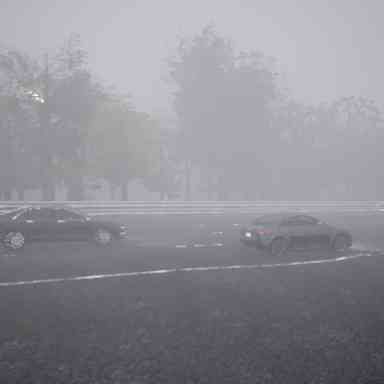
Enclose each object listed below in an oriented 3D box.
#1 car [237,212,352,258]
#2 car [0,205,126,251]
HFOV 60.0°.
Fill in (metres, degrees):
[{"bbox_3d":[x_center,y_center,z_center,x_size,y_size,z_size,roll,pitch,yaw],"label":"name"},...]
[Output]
[{"bbox_3d":[3.801,1.464,12.301,4.181,1.385,1.994,0,1,-22],"label":"car"},{"bbox_3d":[-4.978,1.250,12.508,4.892,1.490,1.837,1,0,-22],"label":"car"}]
